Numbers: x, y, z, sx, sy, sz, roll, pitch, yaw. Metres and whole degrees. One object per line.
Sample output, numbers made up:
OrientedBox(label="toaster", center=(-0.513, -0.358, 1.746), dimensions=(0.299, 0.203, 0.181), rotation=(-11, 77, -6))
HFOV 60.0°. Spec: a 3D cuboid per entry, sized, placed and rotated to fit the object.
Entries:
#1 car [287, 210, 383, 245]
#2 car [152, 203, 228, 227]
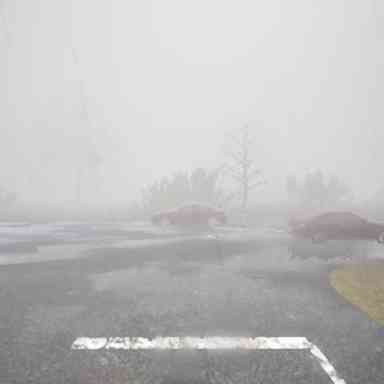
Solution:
OrientedBox(label="car", center=(6.731, 1.560, 15.121), dimensions=(4.674, 1.442, 1.812), rotation=(0, 0, -2))
OrientedBox(label="car", center=(-0.153, 1.498, 21.942), dimensions=(5.008, 1.535, 1.882), rotation=(0, 0, -1))
